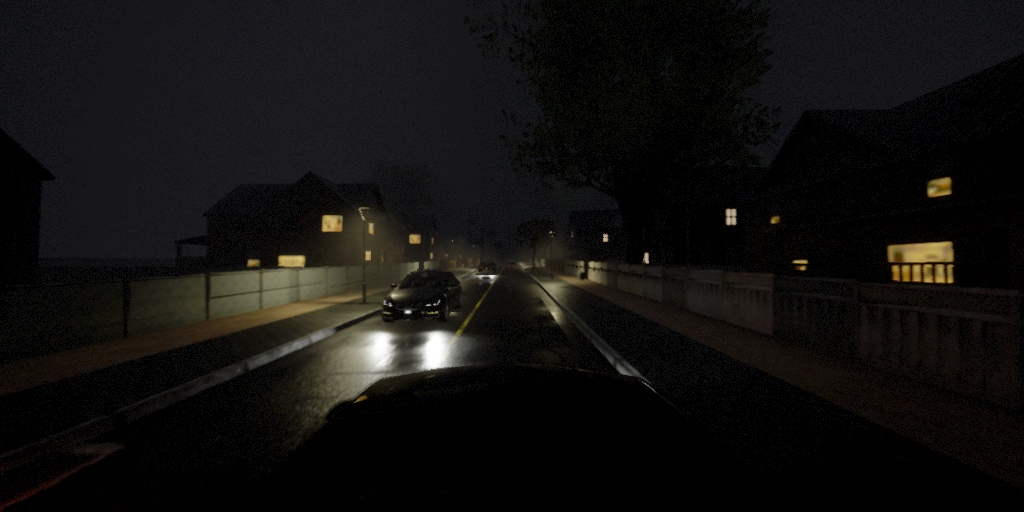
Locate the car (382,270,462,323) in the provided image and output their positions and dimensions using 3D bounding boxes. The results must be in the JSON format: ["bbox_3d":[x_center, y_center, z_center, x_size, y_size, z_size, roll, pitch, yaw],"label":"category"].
[{"bbox_3d":[-2.852,1.261,12.263,1.837,1.490,4.892,0,1,0],"label":"car"}]

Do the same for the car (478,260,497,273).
[{"bbox_3d":[-2.798,1.150,41.405,1.994,1.385,4.181,0,0,0],"label":"car"}]
